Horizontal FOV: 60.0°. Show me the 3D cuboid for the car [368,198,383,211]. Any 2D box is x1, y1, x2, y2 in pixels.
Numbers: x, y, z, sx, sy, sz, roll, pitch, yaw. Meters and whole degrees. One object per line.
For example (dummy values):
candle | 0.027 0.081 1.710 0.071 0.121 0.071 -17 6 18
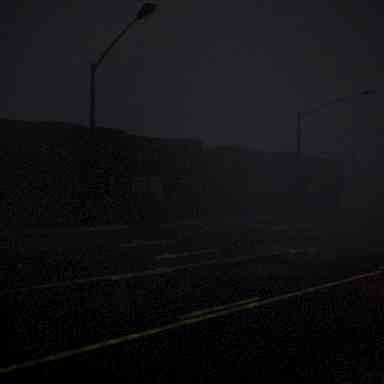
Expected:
car | 29.723 2.104 52.018 1.837 1.490 4.892 1 -1 -6
